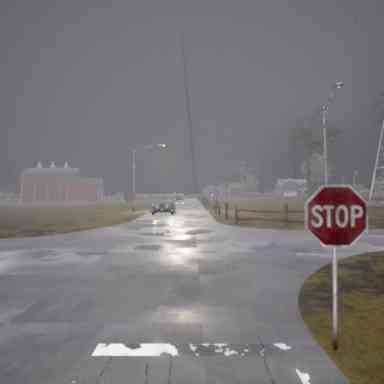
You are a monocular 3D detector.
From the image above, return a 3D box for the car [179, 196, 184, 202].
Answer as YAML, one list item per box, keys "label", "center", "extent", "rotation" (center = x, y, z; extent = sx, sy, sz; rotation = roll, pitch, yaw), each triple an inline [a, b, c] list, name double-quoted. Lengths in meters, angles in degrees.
- label: "car"
  center: [-2.783, 1.546, 77.210]
  extent: [1.895, 1.301, 4.718]
  rotation: [0, 0, 0]

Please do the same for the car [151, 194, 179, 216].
- label: "car"
  center: [-2.765, 1.254, 33.398]
  extent: [2.150, 2.045, 5.566]
  rotation: [0, 0, 0]
